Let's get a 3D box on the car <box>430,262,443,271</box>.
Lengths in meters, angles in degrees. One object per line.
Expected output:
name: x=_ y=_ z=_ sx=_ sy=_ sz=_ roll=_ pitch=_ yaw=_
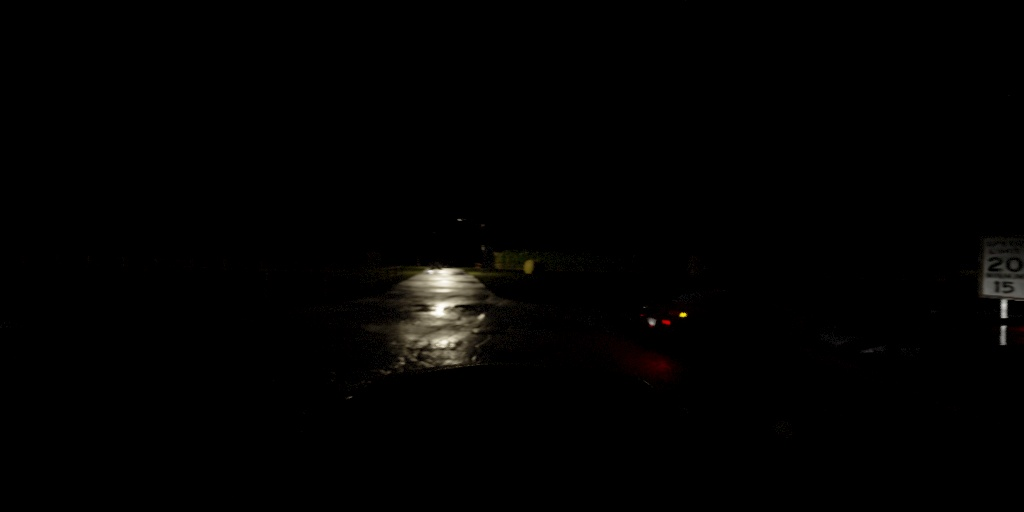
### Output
car: x=-12.490 y=1.673 z=59.350 sx=1.837 sy=1.490 sz=4.892 roll=1 pitch=-1 yaw=-11

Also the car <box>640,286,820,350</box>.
car: x=5.781 y=1.553 z=9.626 sx=4.674 sy=1.442 sz=1.812 roll=2 pitch=0 yaw=-13
